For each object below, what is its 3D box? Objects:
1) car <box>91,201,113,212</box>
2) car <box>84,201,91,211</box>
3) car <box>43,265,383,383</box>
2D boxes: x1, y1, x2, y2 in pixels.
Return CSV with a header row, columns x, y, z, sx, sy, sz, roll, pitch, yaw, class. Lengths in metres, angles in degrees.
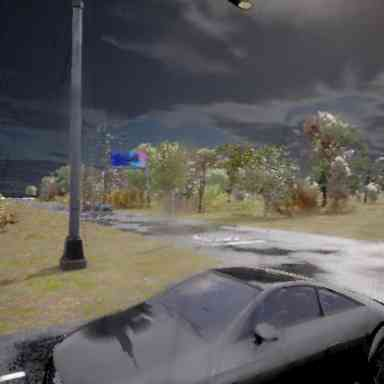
x,y,z,sx,sy,sz,roll,pitch,yaw,class
-13.873,2.424,52.220,2.033,1.411,5.357,1,-1,-29,car
-17.425,2.323,58.376,2.097,1.767,4.553,1,-1,-30,car
0.540,1.639,3.856,4.181,1.385,1.994,1,-1,-31,car
